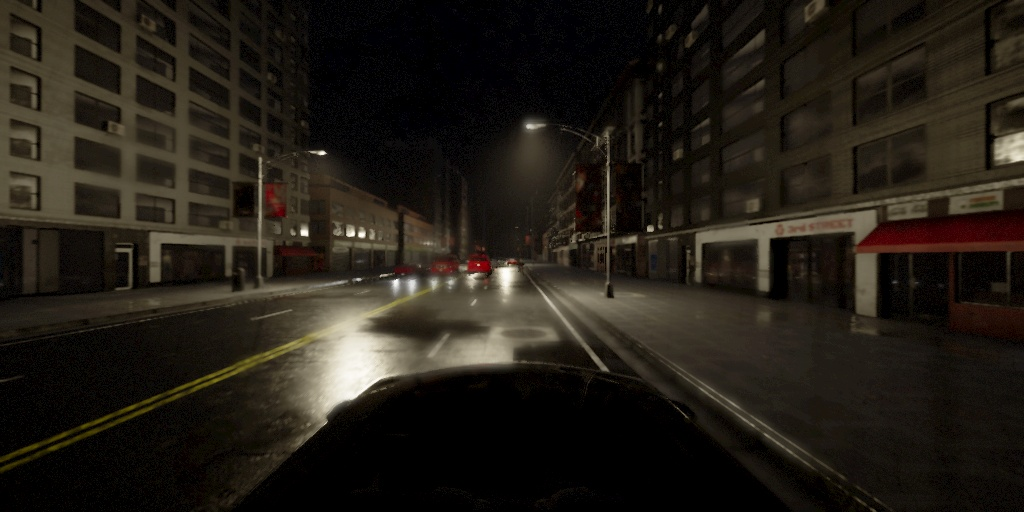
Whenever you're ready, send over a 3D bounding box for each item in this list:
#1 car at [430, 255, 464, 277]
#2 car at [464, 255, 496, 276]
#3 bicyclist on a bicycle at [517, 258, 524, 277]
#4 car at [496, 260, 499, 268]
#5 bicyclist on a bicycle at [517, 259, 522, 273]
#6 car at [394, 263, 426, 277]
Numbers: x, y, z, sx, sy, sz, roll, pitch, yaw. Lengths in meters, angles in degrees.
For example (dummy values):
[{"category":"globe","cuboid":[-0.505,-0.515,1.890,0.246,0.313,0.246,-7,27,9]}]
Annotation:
[{"category":"car","cuboid":[-6.592,0.952,36.031,2.150,2.045,5.566,0,0,0]},{"category":"car","cuboid":[-3.152,0.953,36.458,2.150,2.045,5.566,0,0,0]},{"category":"bicyclist on a bicycle","cuboid":[0.894,1.103,34.338,0.659,1.776,1.843,0,0,0]},{"category":"car","cuboid":[-3.150,1.238,57.523,1.812,1.442,4.674,0,0,0]},{"category":"bicyclist on a bicycle","cuboid":[0.895,1.180,43.151,0.582,1.620,1.656,0,0,0]},{"category":"car","cuboid":[-9.844,1.333,34.721,1.895,1.301,4.718,0,0,0]}]
